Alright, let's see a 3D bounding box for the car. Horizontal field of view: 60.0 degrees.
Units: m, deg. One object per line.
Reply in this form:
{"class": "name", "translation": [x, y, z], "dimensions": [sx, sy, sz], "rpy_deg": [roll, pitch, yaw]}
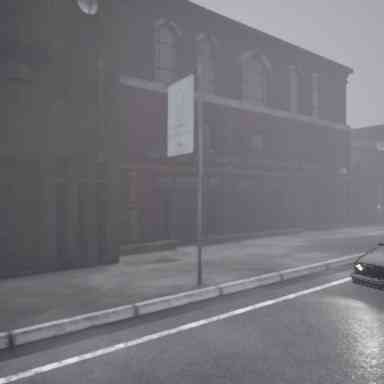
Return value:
{"class": "car", "translation": [6.027, 1.486, 7.997], "dimensions": [5.357, 1.411, 2.033], "rpy_deg": [-1, 0, -36]}
